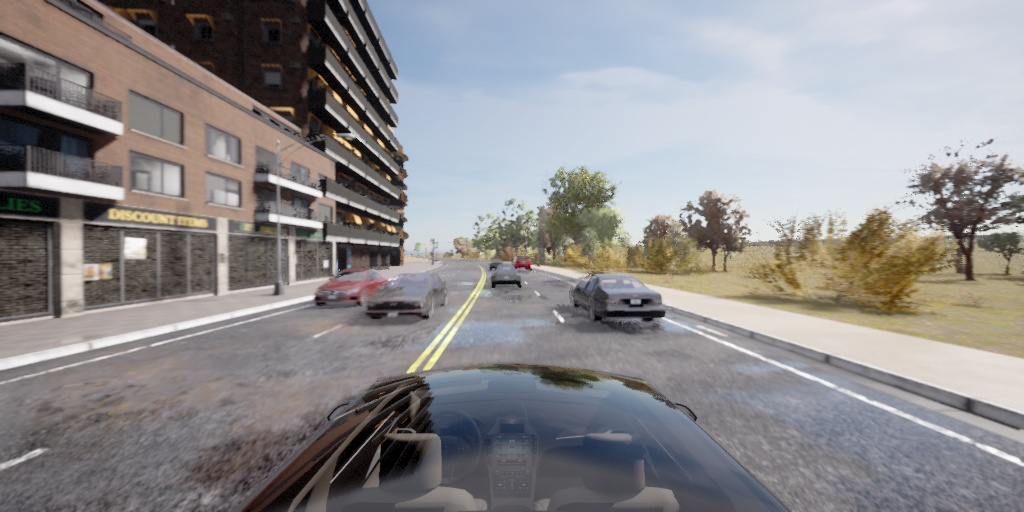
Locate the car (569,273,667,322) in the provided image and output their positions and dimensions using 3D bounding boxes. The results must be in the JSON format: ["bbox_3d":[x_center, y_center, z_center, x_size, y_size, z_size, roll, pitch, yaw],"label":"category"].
[{"bbox_3d":[3.275,1.283,12.183,2.033,1.411,5.357,0,0,-1],"label":"car"}]

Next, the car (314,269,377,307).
[{"bbox_3d":[-6.815,1.296,15.811,1.812,1.442,4.674,0,0,-2],"label":"car"}]

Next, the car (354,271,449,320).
[{"bbox_3d":[-3.483,1.307,12.969,2.033,1.411,5.357,0,0,-1],"label":"car"}]

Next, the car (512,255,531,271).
[{"bbox_3d":[1.238,0.933,47.790,2.150,2.045,5.566,0,0,-5],"label":"car"}]

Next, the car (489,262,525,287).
[{"bbox_3d":[-0.424,1.305,24.288,1.994,1.385,4.181,0,0,-3],"label":"car"}]

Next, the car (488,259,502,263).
[{"bbox_3d":[-2.248,1.228,49.955,1.837,1.490,4.892,0,0,-6],"label":"car"}]
